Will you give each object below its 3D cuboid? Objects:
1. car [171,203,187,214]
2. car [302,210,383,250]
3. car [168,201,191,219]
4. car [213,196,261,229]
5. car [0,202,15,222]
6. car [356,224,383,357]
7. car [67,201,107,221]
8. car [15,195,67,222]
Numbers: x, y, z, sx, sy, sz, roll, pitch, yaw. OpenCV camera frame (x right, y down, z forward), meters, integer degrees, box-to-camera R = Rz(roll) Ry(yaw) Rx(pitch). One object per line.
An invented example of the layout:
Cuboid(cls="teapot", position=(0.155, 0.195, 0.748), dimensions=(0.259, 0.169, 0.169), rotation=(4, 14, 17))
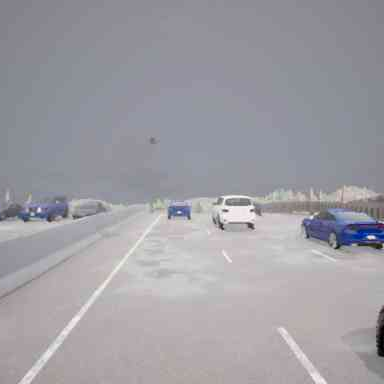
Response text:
Cuboid(cls="car", position=(-1.660, 2.139, 42.670), dimensions=(1.994, 1.385, 4.181), rotation=(0, -4, -2))
Cuboid(cls="car", position=(6.456, 1.507, 14.622), dimensions=(1.882, 1.535, 5.008), rotation=(0, 0, -2))
Cuboid(cls="car", position=(-1.152, 1.559, 29.817), dimensions=(1.882, 1.535, 5.008), rotation=(0, -1, -2))
Cuboid(cls="car", position=(2.659, 1.269, 22.058), dimensions=(2.150, 2.045, 5.566), rotation=(0, 0, -2))
Cuboid(cls="car", position=(-15.243, 1.555, 26.847), dimensions=(2.128, 1.511, 4.902), rotation=(0, 0, -2))
Cuboid(cls="car", position=(3.439, 1.356, 2.373), dimensions=(2.097, 1.767, 4.553), rotation=(0, 0, -2))
Cuboid(cls="car", position=(-8.246, 1.563, 27.062), dimensions=(1.837, 1.490, 4.892), rotation=(0, 0, -2))
Cuboid(cls="car", position=(-11.749, 1.283, 27.044), dimensions=(2.150, 2.045, 5.566), rotation=(0, 0, -2))
